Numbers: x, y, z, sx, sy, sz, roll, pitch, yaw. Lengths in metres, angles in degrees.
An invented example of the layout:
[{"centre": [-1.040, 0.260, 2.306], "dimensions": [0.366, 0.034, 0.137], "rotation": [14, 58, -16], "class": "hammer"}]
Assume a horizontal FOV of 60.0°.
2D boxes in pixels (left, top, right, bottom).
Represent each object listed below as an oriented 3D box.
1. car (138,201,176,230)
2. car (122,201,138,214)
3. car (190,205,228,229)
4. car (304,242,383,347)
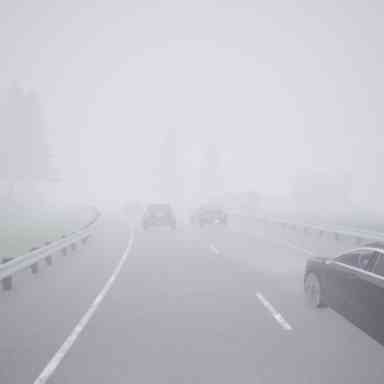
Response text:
[{"centre": [-2.392, 1.518, 22.769], "dimensions": [2.097, 1.767, 4.553], "rotation": [0, 0, -11], "class": "car"}, {"centre": [-7.165, 1.793, 39.861], "dimensions": [2.128, 1.511, 4.902], "rotation": [0, 0, -20], "class": "car"}, {"centre": [1.083, 1.647, 23.241], "dimensions": [2.128, 1.511, 4.902], "rotation": [0, 0, -11], "class": "car"}, {"centre": [3.341, 1.514, 5.114], "dimensions": [2.128, 1.511, 4.902], "rotation": [0, 0, -2], "class": "car"}]
